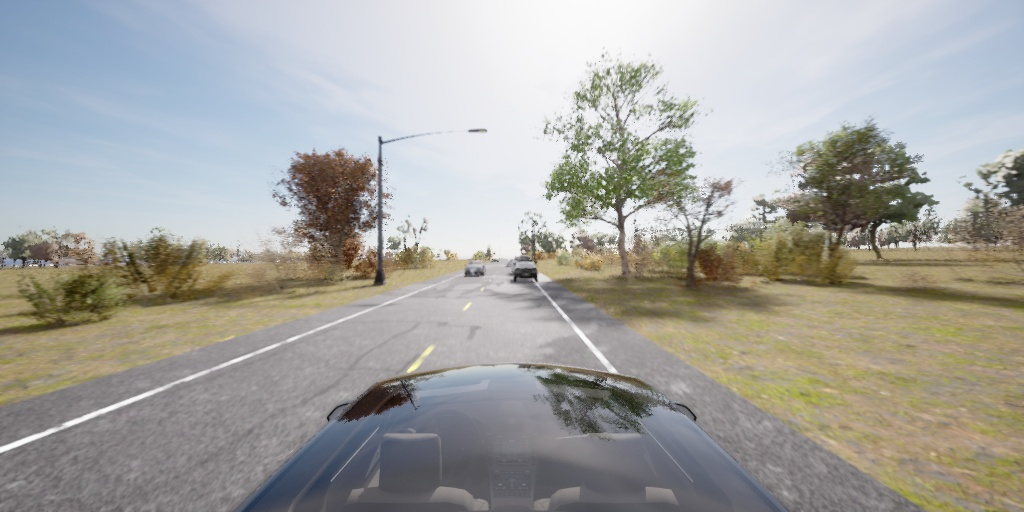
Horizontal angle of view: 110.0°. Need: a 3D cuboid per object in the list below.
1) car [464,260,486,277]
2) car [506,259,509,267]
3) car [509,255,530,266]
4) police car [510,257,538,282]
[{"bbox_3d":[-3.591,1.200,35.561,2.128,1.511,4.902,0,0,0],"label":"car"},{"bbox_3d":[-0.012,1.194,64.206,1.812,1.442,4.674,0,0,0],"label":"car"},{"bbox_3d":[1.039,0.929,38.957,2.150,2.045,5.566,0,0,0],"label":"car"},{"bbox_3d":[1.041,1.143,29.035,1.930,1.638,5.238,0,0,0],"label":"police car"}]
